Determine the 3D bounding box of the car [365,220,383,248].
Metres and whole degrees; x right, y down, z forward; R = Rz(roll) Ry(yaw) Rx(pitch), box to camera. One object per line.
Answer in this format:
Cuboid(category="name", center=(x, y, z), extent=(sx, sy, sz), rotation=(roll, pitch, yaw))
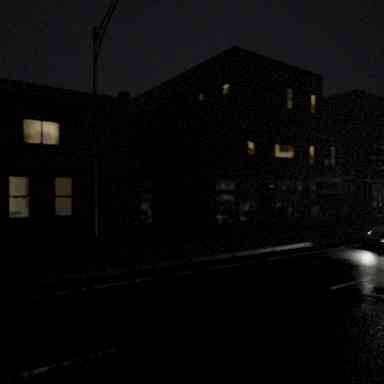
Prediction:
Cuboid(category="car", center=(9.377, 1.649, 14.354), extent=(4.674, 1.442, 1.812), rotation=(1, 0, -36))
